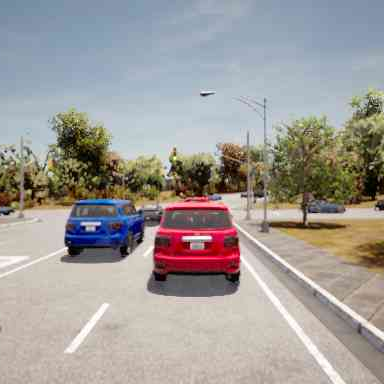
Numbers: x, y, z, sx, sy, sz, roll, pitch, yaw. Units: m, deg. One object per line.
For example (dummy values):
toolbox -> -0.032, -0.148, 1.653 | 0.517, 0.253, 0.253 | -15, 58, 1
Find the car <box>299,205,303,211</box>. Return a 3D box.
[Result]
car -> 16.226, 1.803, 42.499 | 4.892, 1.490, 1.837 | -1, -1, 3

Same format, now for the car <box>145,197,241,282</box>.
car -> 0.130, 1.293, 10.069 | 2.150, 2.045, 5.566 | 0, 0, 0

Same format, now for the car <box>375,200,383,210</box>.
car -> 26.192, 1.298, 41.913 | 5.566, 2.045, 2.150 | -2, -1, 3

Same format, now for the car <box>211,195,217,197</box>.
car -> 0.390, 1.405, 23.124 | 2.150, 2.045, 5.566 | 0, 0, 2

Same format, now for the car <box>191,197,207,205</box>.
car -> 1.570, 1.776, 68.143 | 1.812, 1.442, 4.674 | 0, 2, 21

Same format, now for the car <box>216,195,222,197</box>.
car -> 5.593, 1.383, 77.525 | 1.812, 1.442, 4.674 | 0, 3, 26

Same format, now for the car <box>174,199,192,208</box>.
car -> -1.569, 1.993, 58.631 | 1.994, 1.385, 4.181 | 0, 0, 16

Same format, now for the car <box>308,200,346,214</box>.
car -> 15.700, 1.836, 39.023 | 4.181, 1.385, 1.994 | -1, -1, 3

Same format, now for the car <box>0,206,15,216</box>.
car -> -23.025, 2.027, 37.625 | 5.357, 1.411, 2.033 | -2, -1, 3

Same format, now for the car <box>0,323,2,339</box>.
car -> -3.398, 1.540, 2.395 | 1.812, 1.442, 4.674 | 0, 0, 0

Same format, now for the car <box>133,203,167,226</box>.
car -> -3.177, 1.700, 26.163 | 2.128, 1.511, 4.902 | 0, -1, -1

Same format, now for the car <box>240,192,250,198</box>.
car -> 14.174, 0.748, 85.974 | 2.128, 1.511, 4.902 | 0, 3, 33

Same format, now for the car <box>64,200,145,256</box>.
car -> -3.338, 1.321, 13.691 | 2.150, 2.045, 5.566 | 0, 0, 0

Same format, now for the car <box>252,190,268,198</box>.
car -> 17.491, 0.400, 84.694 | 2.150, 2.045, 5.566 | 0, 3, 33
